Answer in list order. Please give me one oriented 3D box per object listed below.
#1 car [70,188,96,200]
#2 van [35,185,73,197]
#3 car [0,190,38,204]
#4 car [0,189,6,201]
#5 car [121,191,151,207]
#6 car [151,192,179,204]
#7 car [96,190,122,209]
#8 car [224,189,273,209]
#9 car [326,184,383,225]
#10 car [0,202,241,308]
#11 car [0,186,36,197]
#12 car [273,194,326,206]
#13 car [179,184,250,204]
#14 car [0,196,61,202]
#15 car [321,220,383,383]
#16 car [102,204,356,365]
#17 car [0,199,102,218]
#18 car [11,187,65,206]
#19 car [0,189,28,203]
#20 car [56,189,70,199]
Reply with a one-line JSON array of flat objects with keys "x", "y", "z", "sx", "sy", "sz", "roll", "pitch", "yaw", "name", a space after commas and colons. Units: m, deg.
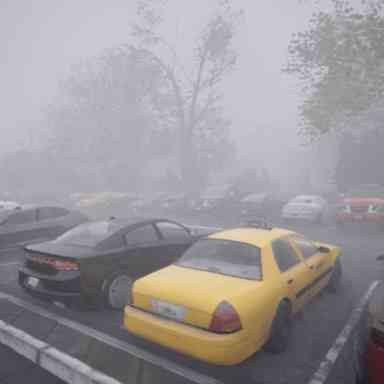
[{"x": -7.046, "y": 0.668, "z": 27.828, "sx": 1.946, "sy": 1.575, "sz": 5.366, "roll": 1, "pitch": 2, "yaw": 37, "name": "car"}, {"x": -13.585, "y": 0.349, "z": 33.037, "sx": 1.878, "sy": 1.987, "sz": 4.442, "roll": 1, "pitch": 2, "yaw": 37, "name": "van"}, {"x": -20.355, "y": 0.548, "z": 37.928, "sx": 2.002, "sy": 1.452, "sz": 4.674, "roll": 0, "pitch": 2, "yaw": 37, "name": "car"}, {"x": -27.067, "y": 0.464, "z": 42.903, "sx": 2.097, "sy": 1.535, "sz": 5.008, "roll": 0, "pitch": 2, "yaw": 37, "name": "car"}, {"x": -2.475, "y": 0.754, "z": 24.641, "sx": 2.163, "sy": 1.488, "sz": 4.792, "roll": 1, "pitch": 2, "yaw": 36, "name": "car"}, {"x": -0.201, "y": 0.782, "z": 23.032, "sx": 2.163, "sy": 1.488, "sz": 4.792, "roll": 1, "pitch": 2, "yaw": 37, "name": "car"}, {"x": -4.700, "y": 0.695, "z": 26.316, "sx": 2.097, "sy": 1.535, "sz": 5.008, "roll": 1, "pitch": 2, "yaw": 36, "name": "car"}, {"x": 4.256, "y": 0.817, "z": 19.692, "sx": 2.097, "sy": 1.535, "sz": 5.008, "roll": 1, "pitch": 2, "yaw": 36, "name": "car"}, {"x": 8.717, "y": 0.637, "z": 16.354, "sx": 2.435, "sy": 2.045, "sz": 5.566, "roll": 1, "pitch": 2, "yaw": 37, "name": "car"}, {"x": -1.117, "y": 1.236, "z": 7.404, "sx": 2.097, "sy": 1.535, "sz": 5.008, "roll": 1, "pitch": 2, "yaw": 36, "name": "car"}, {"x": -10.113, "y": 0.856, "z": 14.091, "sx": 2.435, "sy": 2.045, "sz": 5.566, "roll": 1, "pitch": 2, "yaw": 36, "name": "car"}, {"x": 6.397, "y": 0.889, "z": 18.113, "sx": 2.002, "sy": 1.452, "sz": 4.674, "roll": 1, "pitch": 2, "yaw": 36, "name": "car"}, {"x": 2.000, "y": 0.533, "z": 21.323, "sx": 2.435, "sy": 2.045, "sz": 5.566, "roll": 1, "pitch": 2, "yaw": 36, "name": "car"}, {"x": -7.874, "y": 1.138, "z": 12.403, "sx": 2.231, "sy": 1.521, "sz": 4.892, "roll": 1, "pitch": 2, "yaw": 37, "name": "car"}, {"x": 3.409, "y": 1.339, "z": 4.101, "sx": 2.163, "sy": 1.488, "sz": 4.792, "roll": 1, "pitch": 2, "yaw": 36, "name": "car"}, {"x": 1.248, "y": 1.264, "z": 5.892, "sx": 1.946, "sy": 1.575, "sz": 5.366, "roll": 1, "pitch": 2, "yaw": 36, "name": "car"}, {"x": -5.639, "y": 1.199, "z": 10.720, "sx": 2.163, "sy": 1.488, "sz": 4.792, "roll": 1, "pitch": 2, "yaw": 36, "name": "car"}, {"x": -15.905, "y": 0.428, "z": 34.578, "sx": 2.185, "sy": 1.767, "sz": 4.553, "roll": 1, "pitch": 2, "yaw": 37, "name": "car"}, {"x": -22.591, "y": 0.489, "z": 39.590, "sx": 2.097, "sy": 1.535, "sz": 5.008, "roll": 0, "pitch": 2, "yaw": 37, "name": "car"}, {"x": -9.176, "y": 0.677, "z": 29.634, "sx": 2.002, "sy": 1.452, "sz": 4.674, "roll": 1, "pitch": 2, "yaw": 37, "name": "car"}]
